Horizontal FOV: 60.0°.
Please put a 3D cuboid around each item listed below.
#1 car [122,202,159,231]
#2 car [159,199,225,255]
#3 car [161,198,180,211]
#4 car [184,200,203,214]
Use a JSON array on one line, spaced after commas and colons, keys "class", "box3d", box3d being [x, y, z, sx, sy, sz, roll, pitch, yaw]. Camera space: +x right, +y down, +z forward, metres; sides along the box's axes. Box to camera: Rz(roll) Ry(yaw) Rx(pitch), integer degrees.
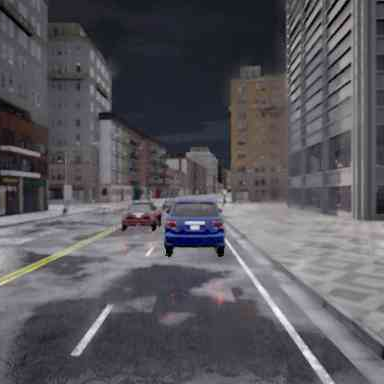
[{"class": "car", "box3d": [-3.155, 1.446, 21.727, 2.097, 1.767, 4.553, 0, 0, 0]}, {"class": "car", "box3d": [0.096, 1.281, 13.636, 2.150, 2.045, 5.566, 0, 0, 0]}, {"class": "car", "box3d": [-2.820, 1.626, 44.933, 2.128, 1.511, 4.902, 0, 0, 2]}, {"class": "car", "box3d": [0.228, 1.692, 37.772, 1.994, 1.385, 4.181, 0, 0, 1]}]
